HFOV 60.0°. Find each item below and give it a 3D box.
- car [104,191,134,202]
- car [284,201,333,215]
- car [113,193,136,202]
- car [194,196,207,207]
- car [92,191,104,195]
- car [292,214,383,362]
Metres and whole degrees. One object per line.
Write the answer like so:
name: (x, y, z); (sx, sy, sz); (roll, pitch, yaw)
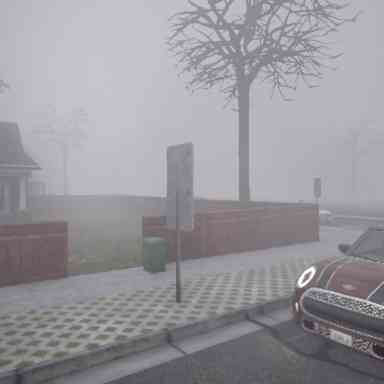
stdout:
car: (-10.303, 0.867, 46.687); (1.812, 1.442, 4.674); (0, 1, -35)
car: (7.164, 1.334, 22.442); (1.812, 1.442, 4.674); (0, 1, -36)
car: (-10.645, 0.821, 52.086); (1.994, 1.385, 4.181); (0, 1, -35)
car: (0.512, 1.110, 31.646); (1.882, 1.535, 5.008); (0, 2, -36)
car: (-16.732, 0.593, 60.521); (1.837, 1.490, 4.892); (0, 1, -36)
car: (3.809, 1.351, 5.756); (4.553, 1.767, 2.097); (0, 0, -36)
